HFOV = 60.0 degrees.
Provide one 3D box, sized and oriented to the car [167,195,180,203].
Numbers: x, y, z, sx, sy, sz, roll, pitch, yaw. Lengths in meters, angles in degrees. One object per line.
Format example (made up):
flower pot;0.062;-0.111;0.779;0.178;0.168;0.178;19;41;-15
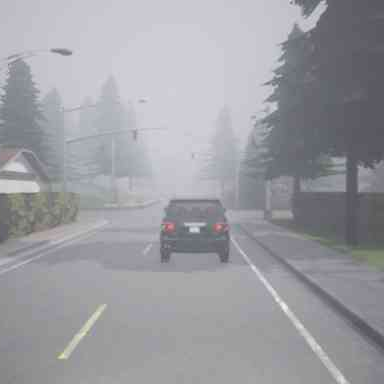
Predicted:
car;-3.283;1.227;60.452;1.994;1.385;4.181;0;0;1

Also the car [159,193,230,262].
car;0.109;1.153;12.043;2.150;2.045;5.566;0;0;1

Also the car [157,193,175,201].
car;-5.919;1.104;75.755;2.128;1.511;4.902;0;0;-31

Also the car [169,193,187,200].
car;-3.399;1.043;78.275;1.882;1.535;5.008;0;0;-35
